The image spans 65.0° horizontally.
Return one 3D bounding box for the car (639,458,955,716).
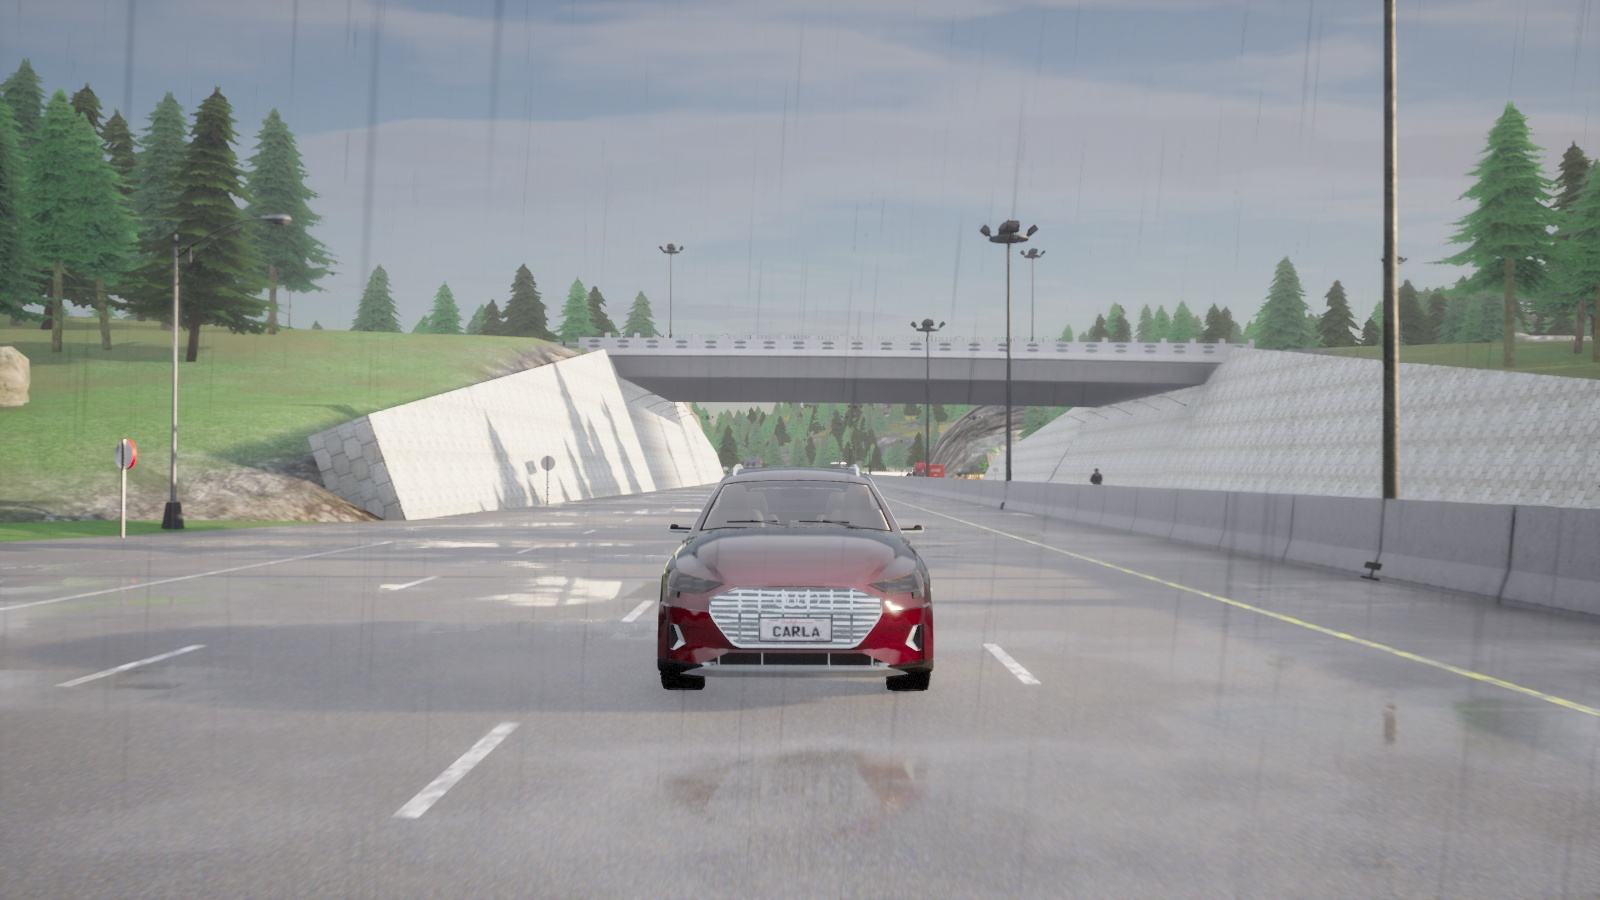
[{"bbox_3d":[-0.026,0.921,10.514,2.033,1.649,4.856,0,-1,0],"label":"car"}]
